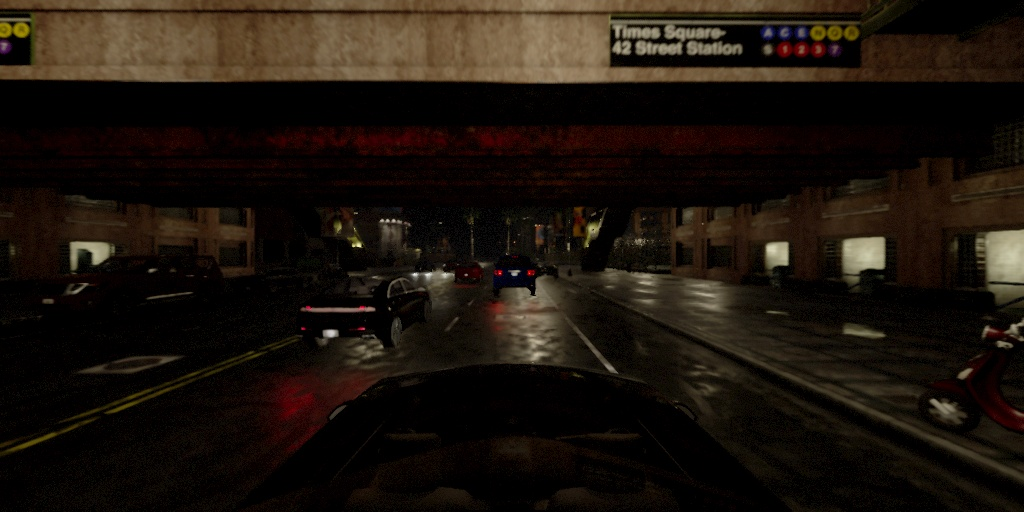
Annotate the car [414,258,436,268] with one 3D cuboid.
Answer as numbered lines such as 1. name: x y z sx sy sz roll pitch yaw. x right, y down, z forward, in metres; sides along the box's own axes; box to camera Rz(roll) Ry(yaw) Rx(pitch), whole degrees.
1. car: -10.447 1.246 43.398 1.837 1.490 4.892 0 -1 0

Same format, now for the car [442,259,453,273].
1. car: -6.946 1.090 42.968 2.097 1.767 4.553 0 0 0

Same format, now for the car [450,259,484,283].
1. car: -3.302 1.221 28.282 1.882 1.535 5.008 0 0 0

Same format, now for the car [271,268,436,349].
1. car: -3.402 1.239 9.153 2.128 1.511 4.902 0 0 0

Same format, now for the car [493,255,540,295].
1. car: 0.148 0.966 19.703 2.150 2.045 5.566 0 0 1
